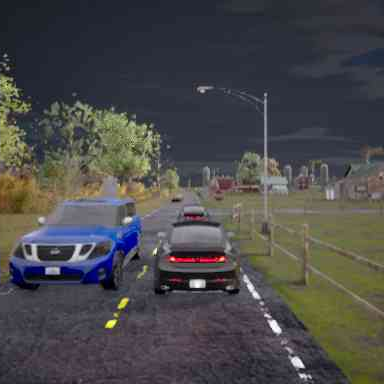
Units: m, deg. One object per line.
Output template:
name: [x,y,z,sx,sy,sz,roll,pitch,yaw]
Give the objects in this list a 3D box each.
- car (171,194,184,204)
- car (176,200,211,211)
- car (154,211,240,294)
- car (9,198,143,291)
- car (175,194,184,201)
car: [-2.786,1.415,60.624,1.895,1.301,4.718,0,0,1]
car: [0.105,1.459,19.124,1.837,1.490,4.892,0,0,0]
car: [0.104,1.485,8.713,1.837,1.490,4.892,0,0,0]
car: [-2.747,1.201,9.332,2.150,2.045,5.566,0,0,0]
car: [-2.722,1.223,76.183,1.882,1.535,5.008,0,0,0]
